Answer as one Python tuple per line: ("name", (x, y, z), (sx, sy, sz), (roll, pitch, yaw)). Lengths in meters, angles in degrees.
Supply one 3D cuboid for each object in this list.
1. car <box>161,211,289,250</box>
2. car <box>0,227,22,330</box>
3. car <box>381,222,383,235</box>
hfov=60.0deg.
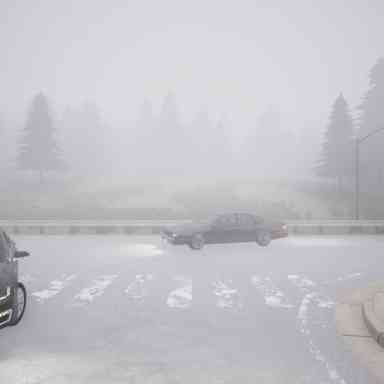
("car", (1.458, 1.546, 14.191), (5.357, 1.411, 2.033), (0, 0, -20))
("car", (-4.457, 1.504, 6.550), (1.837, 1.490, 4.892), (0, 0, -28))
("car", (11.237, 1.490, 15.070), (4.902, 1.511, 2.128), (0, 0, 0))
